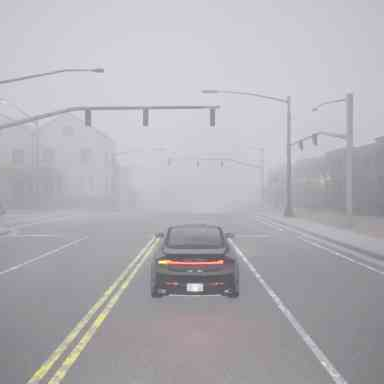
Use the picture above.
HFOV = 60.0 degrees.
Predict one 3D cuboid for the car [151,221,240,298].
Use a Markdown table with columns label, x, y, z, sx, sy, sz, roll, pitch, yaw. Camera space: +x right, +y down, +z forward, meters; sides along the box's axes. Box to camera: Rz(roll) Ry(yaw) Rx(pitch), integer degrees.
| label | x | y | z | sx | sy | sz | roll | pitch | yaw |
| --- | --- | --- | --- | --- | --- | --- | --- | --- | --- |
| car | 0.077 | 1.505 | 8.528 | 1.837 | 1.490 | 4.892 | 0 | 0 | 1 |

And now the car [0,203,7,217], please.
| label | x | y | z | sx | sy | sz | roll | pitch | yaw |
| --- | --- | --- | --- | --- | --- | --- | --- | --- | --- |
| car | -18.295 | 1.221 | 27.246 | 5.566 | 2.045 | 2.150 | 0 | 0 | 1 |
